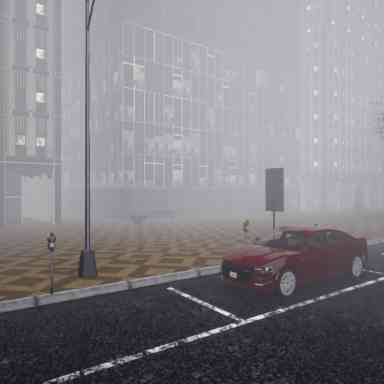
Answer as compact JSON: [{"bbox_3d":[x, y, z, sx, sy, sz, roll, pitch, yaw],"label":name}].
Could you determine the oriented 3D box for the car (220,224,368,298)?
[{"bbox_3d":[2.719,1.545,8.501,4.507,1.381,1.887,0,0,-36],"label":"car"}]
